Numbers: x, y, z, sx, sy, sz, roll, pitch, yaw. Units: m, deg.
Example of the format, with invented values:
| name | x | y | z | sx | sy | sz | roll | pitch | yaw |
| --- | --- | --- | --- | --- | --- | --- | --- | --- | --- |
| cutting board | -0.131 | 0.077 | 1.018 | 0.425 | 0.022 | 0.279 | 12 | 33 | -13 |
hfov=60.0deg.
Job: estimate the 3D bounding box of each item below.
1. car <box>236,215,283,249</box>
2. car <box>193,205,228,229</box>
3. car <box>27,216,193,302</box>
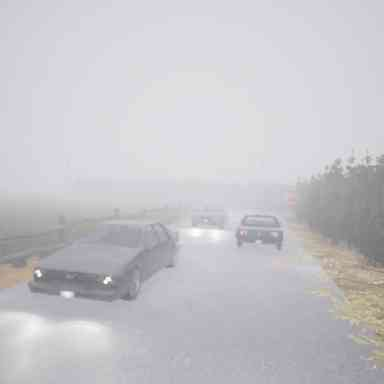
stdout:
| name | x | y | z | sx | sy | sz | roll | pitch | yaw |
| --- | --- | --- | --- | --- | --- | --- | --- | --- | --- |
| car | 3.143 | 1.690 | 15.323 | 1.895 | 1.301 | 4.718 | 2 | 0 | 13 |
| car | 1.280 | 1.559 | 22.007 | 1.994 | 1.385 | 4.181 | 2 | 0 | 12 |
| car | -1.648 | 1.456 | 8.515 | 2.033 | 1.411 | 5.357 | 2 | 0 | 12 |
